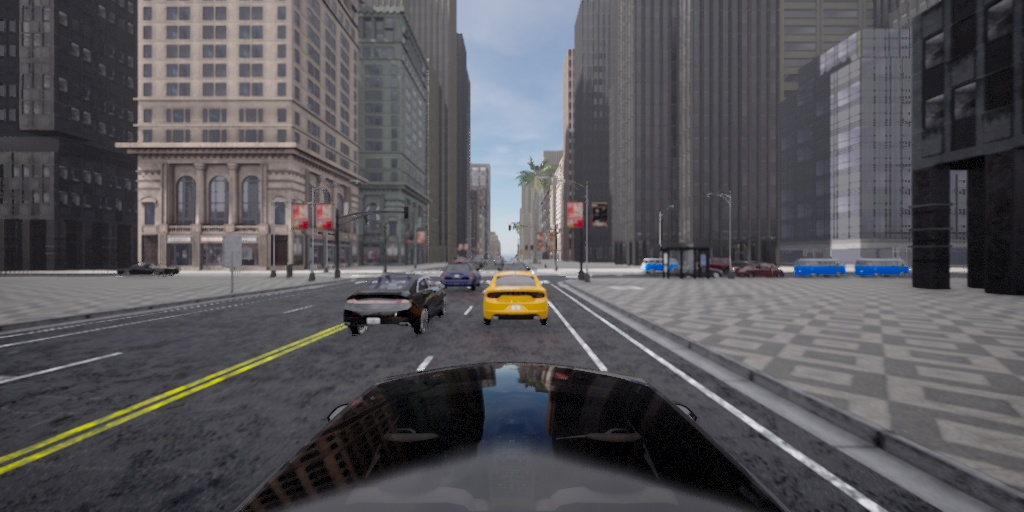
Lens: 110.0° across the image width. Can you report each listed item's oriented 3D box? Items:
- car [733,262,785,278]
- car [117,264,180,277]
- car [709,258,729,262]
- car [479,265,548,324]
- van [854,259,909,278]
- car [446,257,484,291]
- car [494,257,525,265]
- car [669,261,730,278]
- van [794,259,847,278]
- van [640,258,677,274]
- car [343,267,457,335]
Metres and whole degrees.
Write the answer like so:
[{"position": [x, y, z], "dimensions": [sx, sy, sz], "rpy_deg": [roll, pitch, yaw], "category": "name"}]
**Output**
[{"position": [22.768, 1.404, 33.128], "dimensions": [4.207, 1.307, 1.802], "rpy_deg": [0, 0, 0], "category": "car"}, {"position": [-36.331, 1.473, 35.938], "dimensions": [4.718, 1.301, 1.895], "rpy_deg": [0, 0, 0], "category": "car"}, {"position": [22.768, 1.133, 41.653], "dimensions": [5.009, 1.841, 2.192], "rpy_deg": [0, 0, 0], "category": "car"}, {"position": [0.104, 1.253, 12.208], "dimensions": [1.882, 1.535, 5.008], "rpy_deg": [0, 0, 0], "category": "car"}, {"position": [34.122, 1.157, 33.125], "dimensions": [3.998, 1.789, 1.690], "rpy_deg": [0, 0, 0], "category": "van"}, {"position": [-3.137, 1.153, 22.547], "dimensions": [2.097, 1.767, 4.553], "rpy_deg": [0, 0, 0], "category": "car"}, {"position": [0.113, 1.153, 22.574], "dimensions": [2.097, 1.767, 4.553], "rpy_deg": [0, 0, 0], "category": "car"}, {"position": [17.090, 1.376, 33.130], "dimensions": [4.403, 1.370, 2.007], "rpy_deg": [0, 0, 0], "category": "car"}, {"position": [28.445, 1.159, 33.126], "dimensions": [3.998, 1.789, 1.690], "rpy_deg": [0, 0, 0], "category": "van"}, {"position": [17.091, 1.163, 41.655], "dimensions": [3.998, 1.789, 1.690], "rpy_deg": [0, 0, 0], "category": "van"}, {"position": [-3.145, 1.264, 10.579], "dimensions": [2.128, 1.511, 4.902], "rpy_deg": [0, 0, 0], "category": "car"}]
